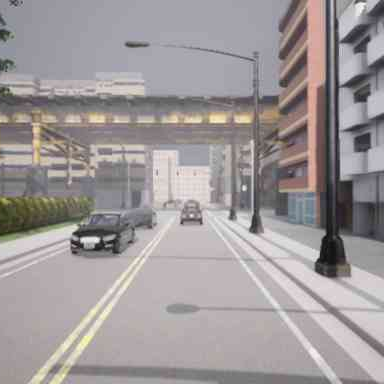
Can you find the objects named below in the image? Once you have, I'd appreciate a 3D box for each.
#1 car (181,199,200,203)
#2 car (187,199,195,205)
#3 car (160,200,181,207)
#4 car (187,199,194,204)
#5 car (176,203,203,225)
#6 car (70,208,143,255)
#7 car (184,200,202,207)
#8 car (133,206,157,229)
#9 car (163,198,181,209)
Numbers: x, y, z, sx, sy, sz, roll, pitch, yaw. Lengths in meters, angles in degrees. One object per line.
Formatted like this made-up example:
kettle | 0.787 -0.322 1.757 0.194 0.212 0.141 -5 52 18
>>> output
car | 0.195 2.196 60.771 2.038 1.542 4.974 0 -1 -21
car | -0.317 2.520 87.363 2.038 1.542 4.974 0 -1 -1
car | -3.945 2.043 61.106 1.853 1.218 4.536 0 -1 24
car | -0.317 2.363 87.417 1.853 1.218 4.536 0 -1 -1
car | -0.041 1.885 27.528 2.033 1.411 5.357 0 -1 0
car | -3.662 1.669 14.301 2.128 1.511 4.902 0 -1 0
car | 0.177 2.039 60.822 1.853 1.218 4.536 0 -1 -21
car | -3.623 1.805 24.161 1.837 1.490 4.892 0 -1 0
car | -3.967 2.200 61.056 2.038 1.542 4.974 0 -1 24
